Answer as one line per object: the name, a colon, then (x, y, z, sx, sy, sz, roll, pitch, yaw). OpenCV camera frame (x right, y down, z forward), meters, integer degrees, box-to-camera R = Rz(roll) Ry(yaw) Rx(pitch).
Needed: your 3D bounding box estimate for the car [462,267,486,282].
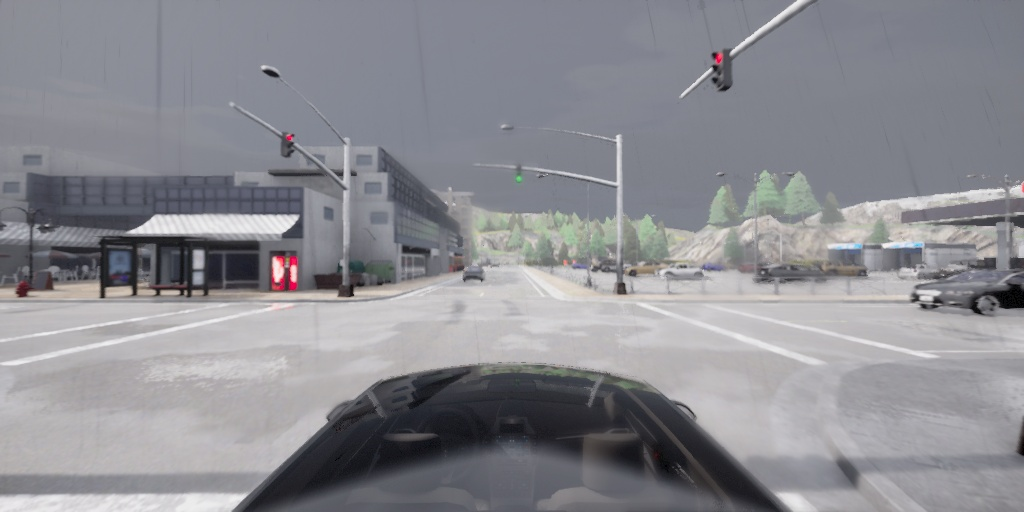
car: (-3.508, 1.703, 34.057, 2.033, 1.411, 5.357, 0, -1, 0)

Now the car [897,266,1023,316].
car: (16.827, 1.205, 12.439, 4.902, 1.511, 2.128, 0, -1, 0)
